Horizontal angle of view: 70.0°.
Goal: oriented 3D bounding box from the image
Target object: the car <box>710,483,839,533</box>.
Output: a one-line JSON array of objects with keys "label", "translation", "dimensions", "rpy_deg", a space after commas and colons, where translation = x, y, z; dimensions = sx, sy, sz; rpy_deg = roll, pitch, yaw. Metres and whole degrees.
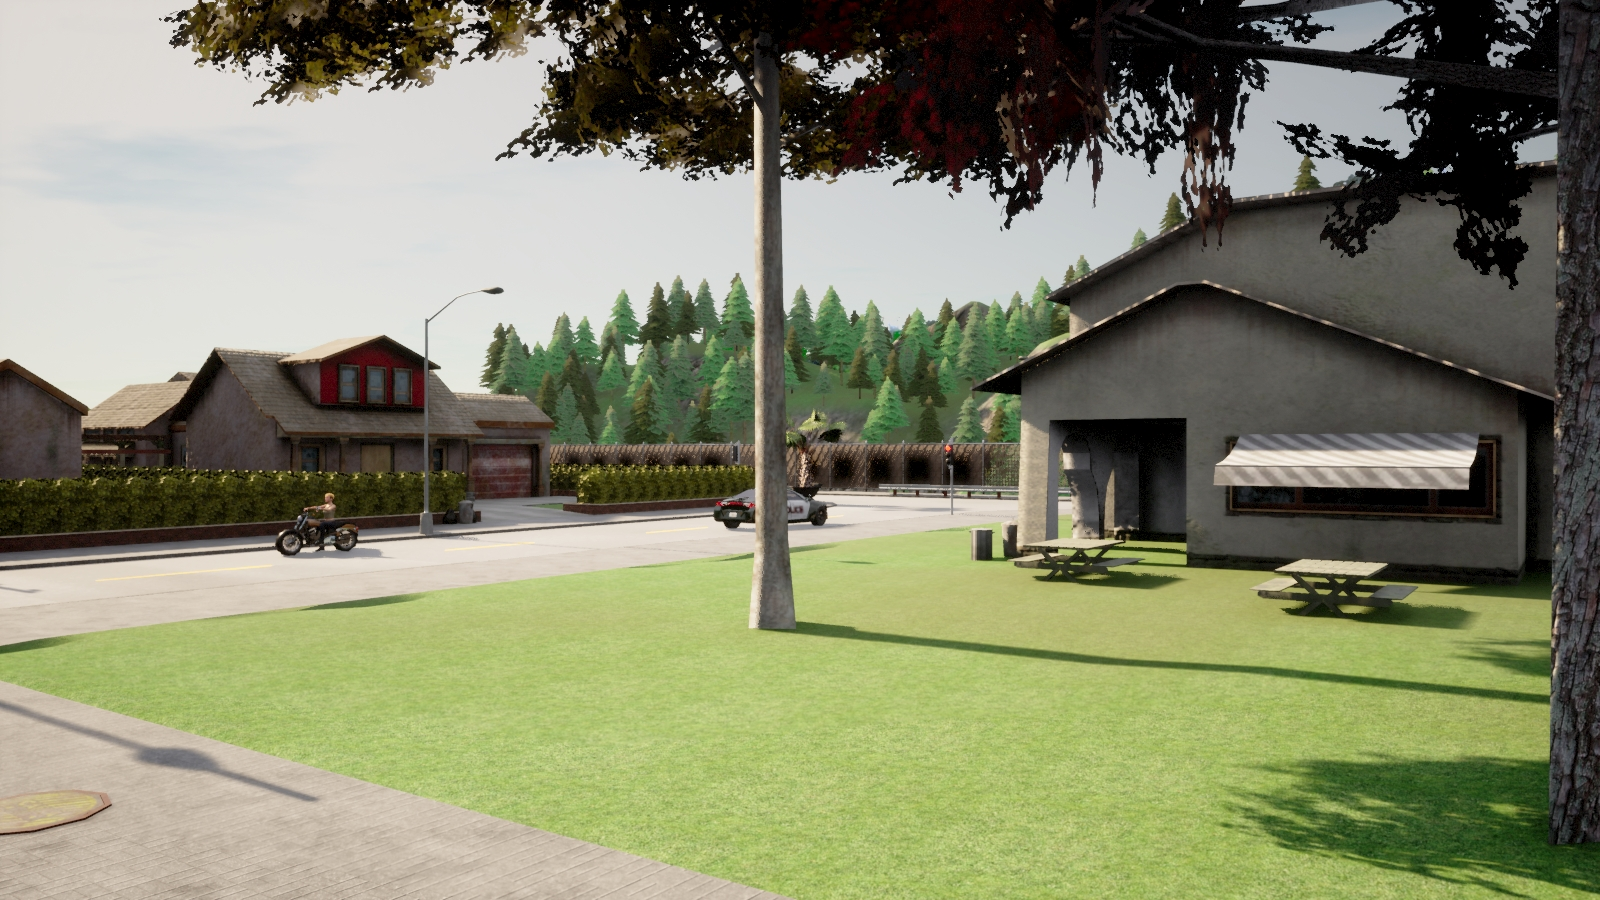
[{"label": "car", "translation": [-0.850, 2.038, 41.431], "dimensions": [2.038, 1.542, 4.974], "rpy_deg": [0, 0, 37]}]

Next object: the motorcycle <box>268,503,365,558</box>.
[{"label": "motorcycle", "translation": [-13.052, 2.155, 30.913], "dimensions": [0.764, 1.307, 2.356], "rpy_deg": [0, 0, 35]}]
